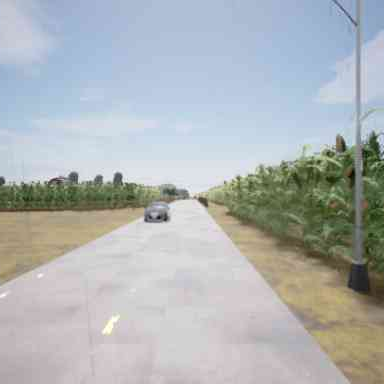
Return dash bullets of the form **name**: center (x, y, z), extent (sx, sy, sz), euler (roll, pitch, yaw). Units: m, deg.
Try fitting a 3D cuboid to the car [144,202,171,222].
- **car**: center (-2.811, 1.586, 27.524), extent (2.128, 1.511, 4.902), euler (0, 0, 0)
